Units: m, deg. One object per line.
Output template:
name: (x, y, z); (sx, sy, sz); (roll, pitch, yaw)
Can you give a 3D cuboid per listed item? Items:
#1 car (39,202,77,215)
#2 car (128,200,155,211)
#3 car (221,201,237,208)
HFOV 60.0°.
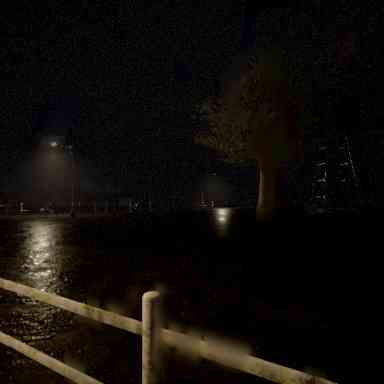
car: (-16.739, 2.040, 41.742); (1.812, 1.442, 4.674); (-2, -2, 36)
car: (-8.170, 2.117, 53.667); (2.097, 1.767, 4.553); (-2, -2, 36)
car: (7.709, 2.628, 69.464); (1.994, 1.385, 4.181); (-2, -2, 36)
